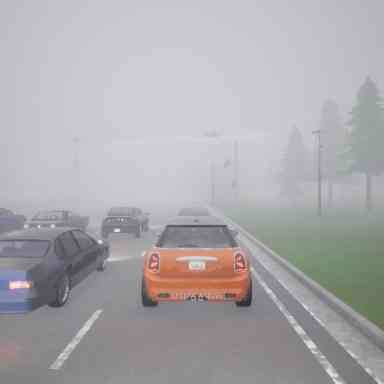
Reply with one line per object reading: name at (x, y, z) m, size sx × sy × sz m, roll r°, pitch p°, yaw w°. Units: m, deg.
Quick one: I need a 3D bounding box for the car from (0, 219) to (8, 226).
car at (-6.918, 1.601, 8.260) m, size 1.895 × 1.301 × 4.718 m, roll 0°, pitch 0°, yaw 0°

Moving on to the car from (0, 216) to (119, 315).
car at (-3.407, 1.547, 7.870) m, size 2.033 × 1.411 × 5.357 m, roll 0°, pitch 0°, yaw 0°

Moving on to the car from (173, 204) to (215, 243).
car at (0.082, 1.478, 17.172) m, size 1.882 × 1.535 × 5.008 m, roll 0°, pitch 0°, yaw 0°

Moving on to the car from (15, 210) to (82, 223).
car at (-6.918, 1.601, 17.364) m, size 1.895 × 1.301 × 4.718 m, roll 0°, pitch 0°, yaw 0°

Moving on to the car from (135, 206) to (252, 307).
car at (0.092, 1.352, 8.145) m, size 2.097 × 1.767 × 4.553 m, roll 0°, pitch 0°, yaw 0°

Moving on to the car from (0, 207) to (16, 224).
car at (-10.419, 1.478, 17.160) m, size 1.882 × 1.535 × 5.008 m, roll 0°, pitch 0°, yaw 0°

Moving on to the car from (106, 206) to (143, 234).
car at (-3.420, 1.505, 17.615) m, size 1.837 × 1.490 × 4.892 m, roll 0°, pitch 0°, yaw 0°
